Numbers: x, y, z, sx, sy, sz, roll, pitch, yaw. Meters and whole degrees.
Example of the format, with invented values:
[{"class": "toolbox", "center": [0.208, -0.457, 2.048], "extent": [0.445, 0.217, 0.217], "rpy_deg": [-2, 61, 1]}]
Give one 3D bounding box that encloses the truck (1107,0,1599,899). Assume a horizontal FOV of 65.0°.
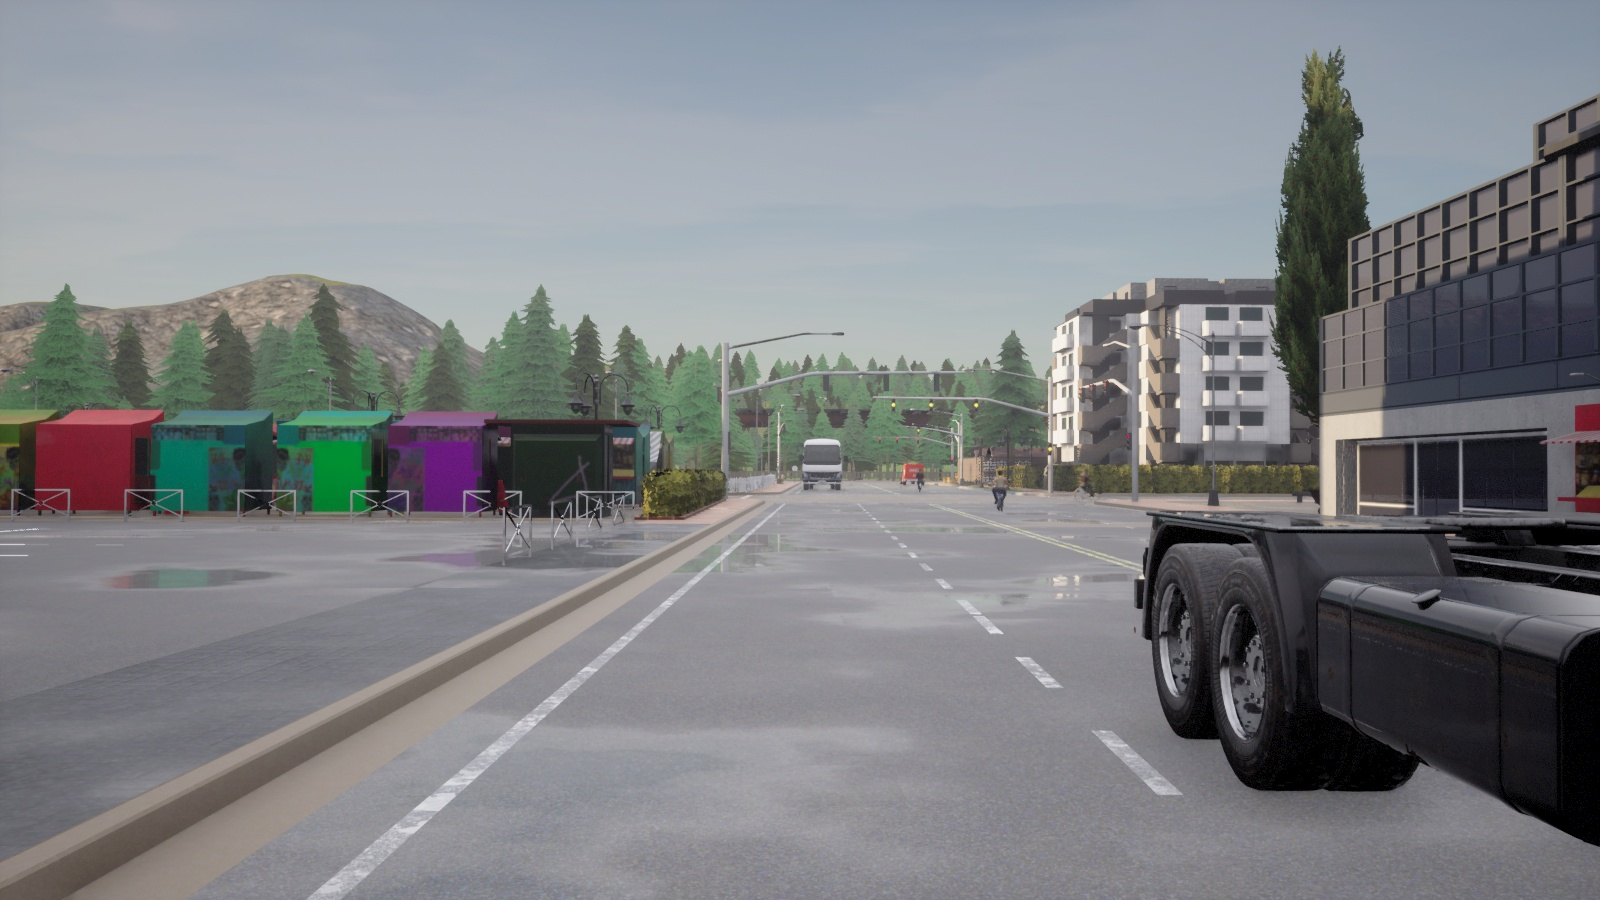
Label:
[{"class": "truck", "center": [3.537, -0.102, 4.747], "extent": [2.891, 3.462, 7.936], "rpy_deg": [0, -1, 1]}]
